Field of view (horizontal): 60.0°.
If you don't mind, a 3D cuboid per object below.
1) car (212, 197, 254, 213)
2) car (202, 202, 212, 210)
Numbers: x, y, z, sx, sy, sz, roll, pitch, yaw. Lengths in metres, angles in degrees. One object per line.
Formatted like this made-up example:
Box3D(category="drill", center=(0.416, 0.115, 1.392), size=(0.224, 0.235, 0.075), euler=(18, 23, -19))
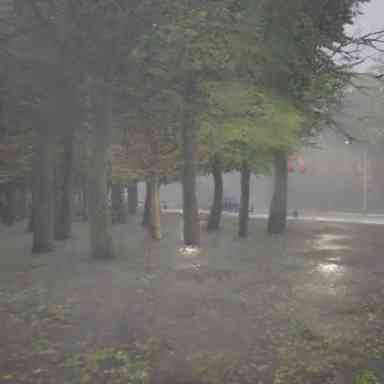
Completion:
Box3D(category="car", center=(5.396, 1.644, 42.269), size=(2.150, 2.045, 5.566), euler=(1, -1, -35))
Box3D(category="car", center=(3.434, 2.160, 50.843), size=(1.994, 1.385, 4.181), euler=(1, -2, -35))
